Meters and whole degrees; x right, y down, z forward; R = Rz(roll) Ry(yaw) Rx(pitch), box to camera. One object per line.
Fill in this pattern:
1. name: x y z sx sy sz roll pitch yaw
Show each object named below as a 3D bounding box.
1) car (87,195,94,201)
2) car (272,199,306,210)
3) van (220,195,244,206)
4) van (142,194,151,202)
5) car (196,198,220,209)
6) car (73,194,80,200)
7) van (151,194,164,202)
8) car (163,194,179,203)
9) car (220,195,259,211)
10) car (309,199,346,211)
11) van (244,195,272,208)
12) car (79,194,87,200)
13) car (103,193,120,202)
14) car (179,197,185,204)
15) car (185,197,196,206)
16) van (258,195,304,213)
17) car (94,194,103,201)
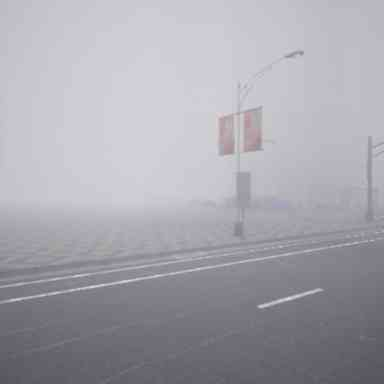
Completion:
1. car: -23.499 1.501 81.283 1.752 1.417 4.829 0 0 -36
2. car: 13.027 1.596 44.789 1.802 1.307 4.206 0 0 -36
3. van: 6.430 1.349 54.031 1.690 1.788 3.998 0 0 -36
4. van: -10.063 1.347 77.136 1.690 1.788 3.998 0 0 -36
5. car: 2.790 1.562 44.455 1.802 1.307 4.206 0 0 -36
6. car: -30.096 1.502 90.524 1.752 1.417 4.829 0 0 -36
7. van: -6.765 1.347 72.515 1.690 1.788 3.998 0 0 -36
8. car: -3.467 1.588 67.893 1.802 1.307 4.206 0 0 -36
9. car: 6.090 1.299 39.835 2.192 1.841 5.009 0 0 -36
10. car: 16.326 1.569 40.168 2.008 1.369 4.403 0 0 -36
11. van: 9.729 1.352 49.410 1.690 1.788 3.998 0 0 -36
12. car: -26.897 1.542 86.043 1.947 1.339 4.313 0 0 -36
13. car: -17.001 1.527 72.180 2.008 1.369 4.403 0 0 -36
14. car: -0.168 1.588 63.272 1.802 1.307 4.206 0 0 -36
15. car: 1.290 1.552 51.178 1.994 1.385 4.181 0 0 -35
16. van: 9.389 1.329 35.214 1.690 1.788 3.998 0 0 -36
17. car: -20.299 1.416 76.801 1.967 1.590 4.097 0 0 -36
